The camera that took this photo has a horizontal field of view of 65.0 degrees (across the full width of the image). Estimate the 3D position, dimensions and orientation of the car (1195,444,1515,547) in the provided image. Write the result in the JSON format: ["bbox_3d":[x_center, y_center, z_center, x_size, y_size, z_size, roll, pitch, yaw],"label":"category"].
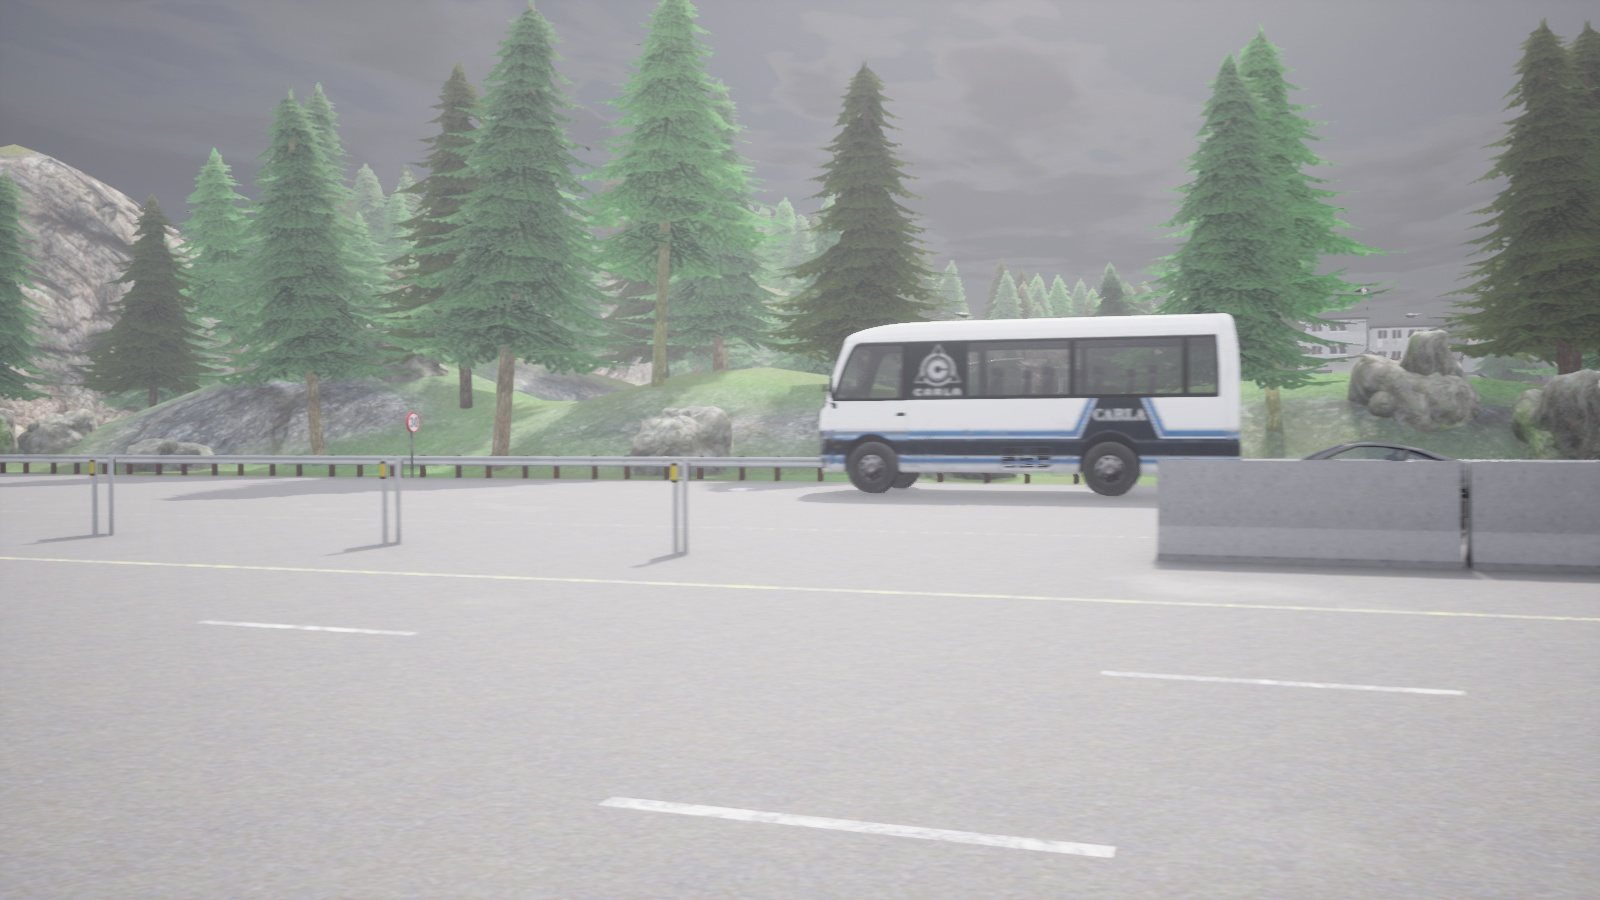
[{"bbox_3d":[8.172,0.618,18.907,4.181,1.385,1.994,0,1,19],"label":"car"}]

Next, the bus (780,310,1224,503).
[{"bbox_3d":[5.004,-1.028,31.047,10.273,4.253,3.944,1,1,18],"label":"bus"}]
